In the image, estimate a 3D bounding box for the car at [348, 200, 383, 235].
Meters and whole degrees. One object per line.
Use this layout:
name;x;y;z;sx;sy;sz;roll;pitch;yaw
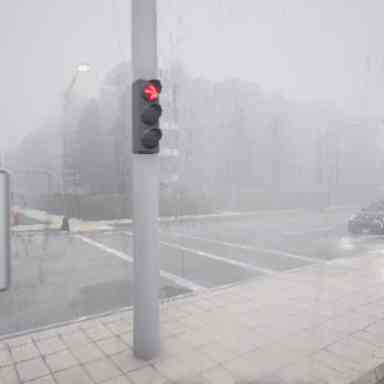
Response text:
car;9.827;1.213;16.710;4.553;1.767;2.097;-1;0;-36
